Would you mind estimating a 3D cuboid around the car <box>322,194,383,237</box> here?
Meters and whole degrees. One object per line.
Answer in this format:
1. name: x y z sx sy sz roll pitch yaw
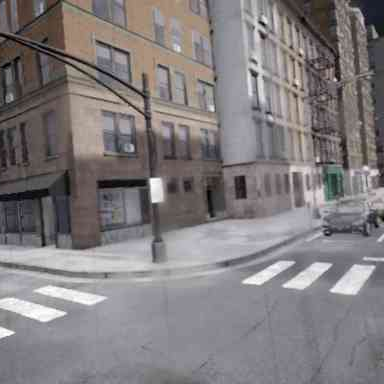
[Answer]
1. car: 6.948 1.043 14.441 2.008 1.369 4.403 -5 0 37
